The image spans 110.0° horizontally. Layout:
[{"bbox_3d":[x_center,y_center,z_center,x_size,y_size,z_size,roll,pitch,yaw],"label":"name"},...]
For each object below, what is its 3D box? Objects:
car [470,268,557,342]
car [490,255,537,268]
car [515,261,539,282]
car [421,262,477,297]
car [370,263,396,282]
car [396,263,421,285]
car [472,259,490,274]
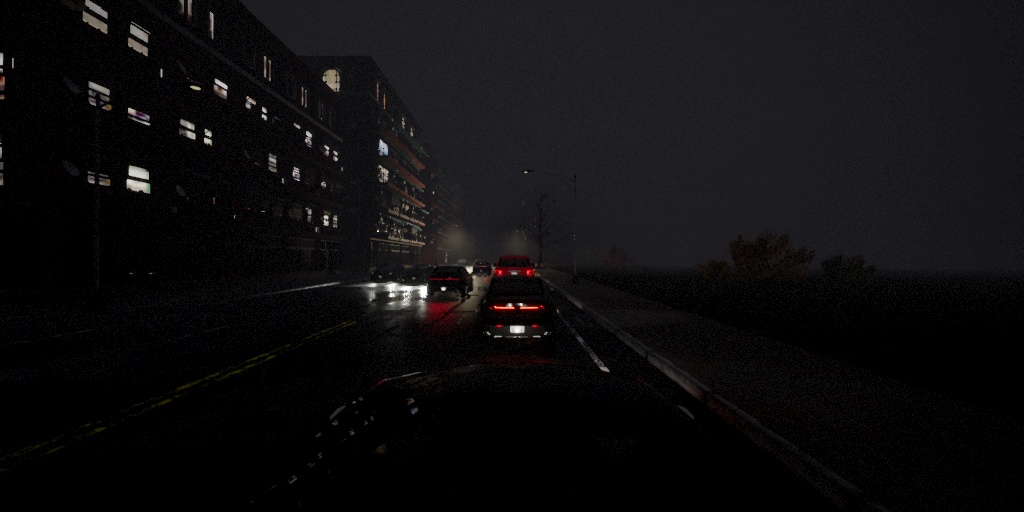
[{"bbox_3d":[0.108,1.256,9.771,1.837,1.490,4.892,0,0,0],"label":"car"},{"bbox_3d":[0.114,0.974,20.118,2.150,2.045,5.566,0,0,0],"label":"car"},{"bbox_3d":[1.161,1.209,30.525,1.801,1.575,5.366,0,0,0],"label":"car"},{"bbox_3d":[-3.136,1.256,18.848,1.837,1.490,4.892,0,0,0],"label":"car"},{"bbox_3d":[-9.829,1.279,29.071,1.812,1.442,4.674,0,0,0],"label":"car"},{"bbox_3d":[-6.581,1.317,25.993,1.994,1.385,4.181,0,0,0],"label":"car"},{"bbox_3d":[-3.121,1.246,38.243,2.128,1.511,4.902,0,0,0],"label":"car"}]
